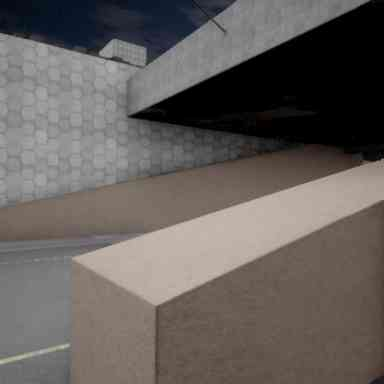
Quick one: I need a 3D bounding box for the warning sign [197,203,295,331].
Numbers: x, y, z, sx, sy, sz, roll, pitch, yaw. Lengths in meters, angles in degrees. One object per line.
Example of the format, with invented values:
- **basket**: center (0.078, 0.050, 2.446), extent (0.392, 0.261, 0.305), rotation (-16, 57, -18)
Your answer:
- **warning sign**: center (0.910, 1.152, 5.811), extent (1.060, 1.860, 1.300), rotation (1, 0, -36)
